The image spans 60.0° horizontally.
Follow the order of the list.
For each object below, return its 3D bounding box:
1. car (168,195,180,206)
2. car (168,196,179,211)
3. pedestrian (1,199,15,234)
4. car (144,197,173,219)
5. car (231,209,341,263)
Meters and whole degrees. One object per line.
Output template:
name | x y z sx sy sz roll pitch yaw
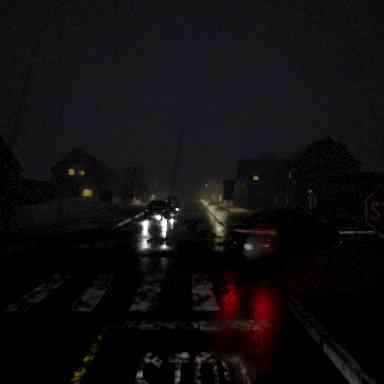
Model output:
car | -2.839 1.207 48.383 2.097 1.767 4.553 0 0 1
car | -2.843 1.471 38.112 1.895 1.301 4.718 0 0 0
pedestrian | -9.814 1.280 17.666 0.375 1.860 0.375 0 -3 -1
car | -2.860 1.420 28.037 1.812 1.442 4.674 0 0 0
car | 3.322 1.330 11.272 2.128 1.511 4.902 -2 -1 44
